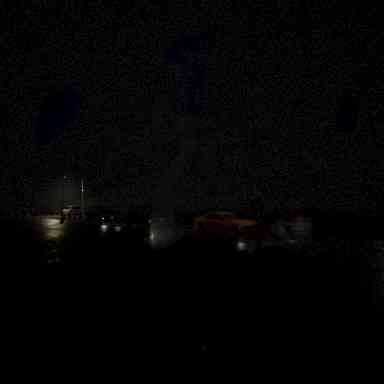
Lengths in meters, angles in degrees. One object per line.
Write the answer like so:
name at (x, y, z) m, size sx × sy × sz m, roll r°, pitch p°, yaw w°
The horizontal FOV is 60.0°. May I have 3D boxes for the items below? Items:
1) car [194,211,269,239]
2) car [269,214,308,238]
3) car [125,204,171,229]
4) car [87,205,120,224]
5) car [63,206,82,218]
car at (2.115, 1.992, 20.833) m, size 1.882 × 1.535 × 5.008 m, roll 1°, pitch -3°, yaw -35°
car at (5.273, 2.079, 21.363) m, size 1.994 × 1.385 × 4.181 m, roll 1°, pitch -3°, yaw -34°
car at (-4.044, 2.123, 29.509) m, size 2.150 × 2.045 × 5.566 m, roll 1°, pitch -3°, yaw -36°
car at (-10.255, 2.519, 38.238) m, size 2.150 × 2.045 × 5.566 m, roll 1°, pitch -3°, yaw -35°
car at (-21.001, 3.410, 58.365) m, size 2.150 × 2.045 × 5.566 m, roll 1°, pitch -3°, yaw -36°
